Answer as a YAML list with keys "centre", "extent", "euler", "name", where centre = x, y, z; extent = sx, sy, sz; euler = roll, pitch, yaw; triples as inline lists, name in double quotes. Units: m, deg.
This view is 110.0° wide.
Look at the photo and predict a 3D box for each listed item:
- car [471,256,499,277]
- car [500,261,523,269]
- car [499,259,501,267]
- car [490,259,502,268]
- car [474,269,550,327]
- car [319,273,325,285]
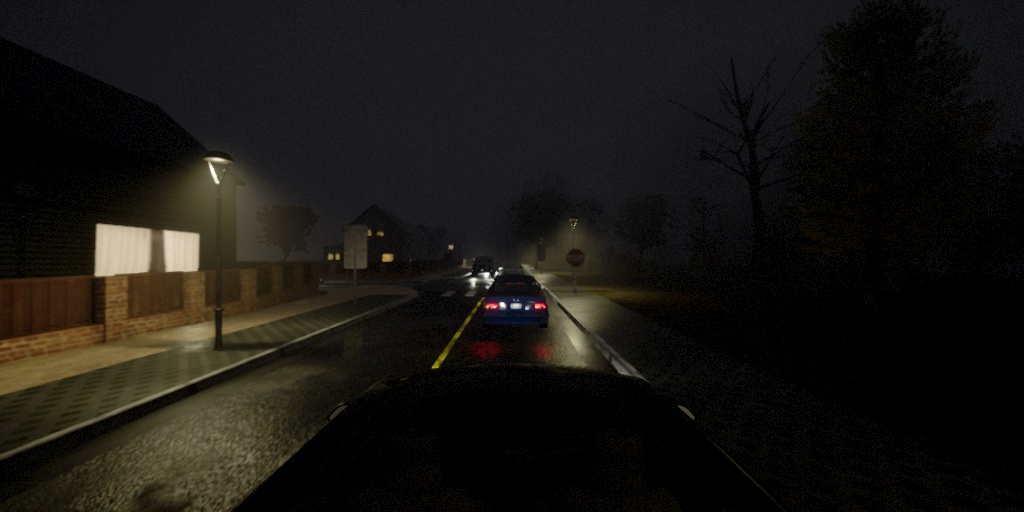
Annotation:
- centre: [-2.824, 0.980, 36.682]
  extent: [2.150, 2.045, 5.566]
  euler: [0, 0, 0]
  name: "car"
- centre: [0.117, 1.355, 33.312]
  extent: [1.895, 1.301, 4.718]
  euler: [0, 0, 0]
  name: "car"
- centre: [-2.795, 1.267, 48.802]
  extent: [2.128, 1.511, 4.902]
  euler: [0, 0, 0]
  name: "car"
- centre: [-2.716, 1.319, 63.235]
  extent: [1.837, 1.490, 4.892]
  euler: [0, -1, 1]
  name: "car"
- centre: [0.099, 1.292, 11.396]
  extent: [2.033, 1.411, 5.357]
  euler: [0, 0, 0]
  name: "car"
- centre: [-14.789, 1.269, 23.484]
  extent: [4.674, 1.442, 1.812]
  euler: [0, -1, 2]
  name: "car"
